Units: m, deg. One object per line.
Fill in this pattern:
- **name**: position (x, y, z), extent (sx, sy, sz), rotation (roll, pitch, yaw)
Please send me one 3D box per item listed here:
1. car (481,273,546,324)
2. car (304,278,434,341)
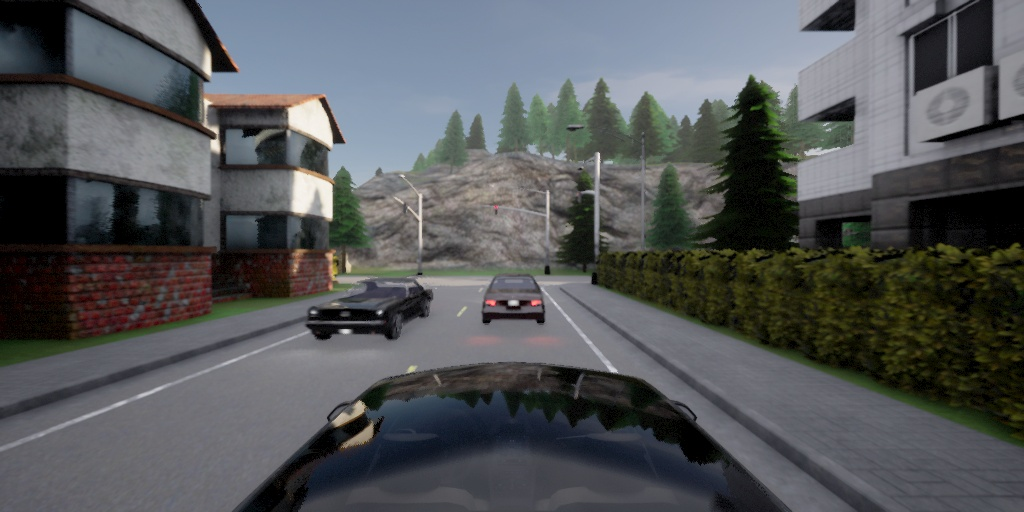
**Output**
- **car**: position (0.057, 1.243, 11.689), extent (2.033, 1.411, 5.357), rotation (0, 0, 1)
- **car**: position (-3.580, 1.307, 9.927), extent (1.895, 1.301, 4.718), rotation (0, 0, 0)
